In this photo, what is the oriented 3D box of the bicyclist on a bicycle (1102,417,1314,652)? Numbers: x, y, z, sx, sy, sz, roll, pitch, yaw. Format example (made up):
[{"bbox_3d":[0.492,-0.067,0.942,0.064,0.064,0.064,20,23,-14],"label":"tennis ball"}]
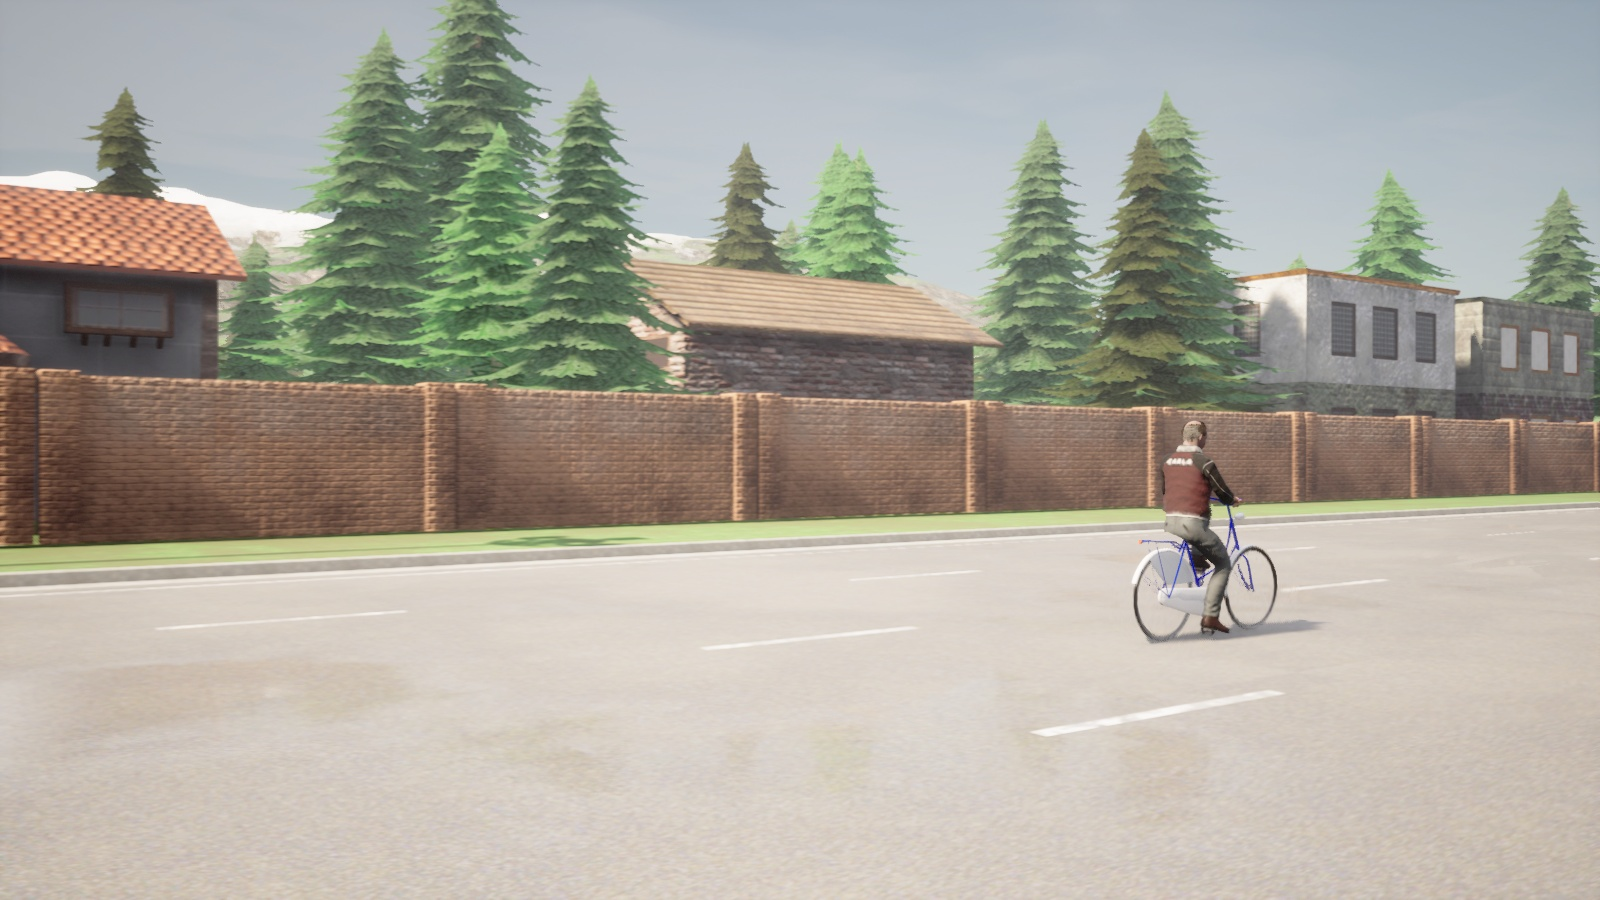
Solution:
[{"bbox_3d":[3.351,0.633,10.256,1.843,1.776,0.659,0,0,-35],"label":"bicyclist on a bicycle"}]
